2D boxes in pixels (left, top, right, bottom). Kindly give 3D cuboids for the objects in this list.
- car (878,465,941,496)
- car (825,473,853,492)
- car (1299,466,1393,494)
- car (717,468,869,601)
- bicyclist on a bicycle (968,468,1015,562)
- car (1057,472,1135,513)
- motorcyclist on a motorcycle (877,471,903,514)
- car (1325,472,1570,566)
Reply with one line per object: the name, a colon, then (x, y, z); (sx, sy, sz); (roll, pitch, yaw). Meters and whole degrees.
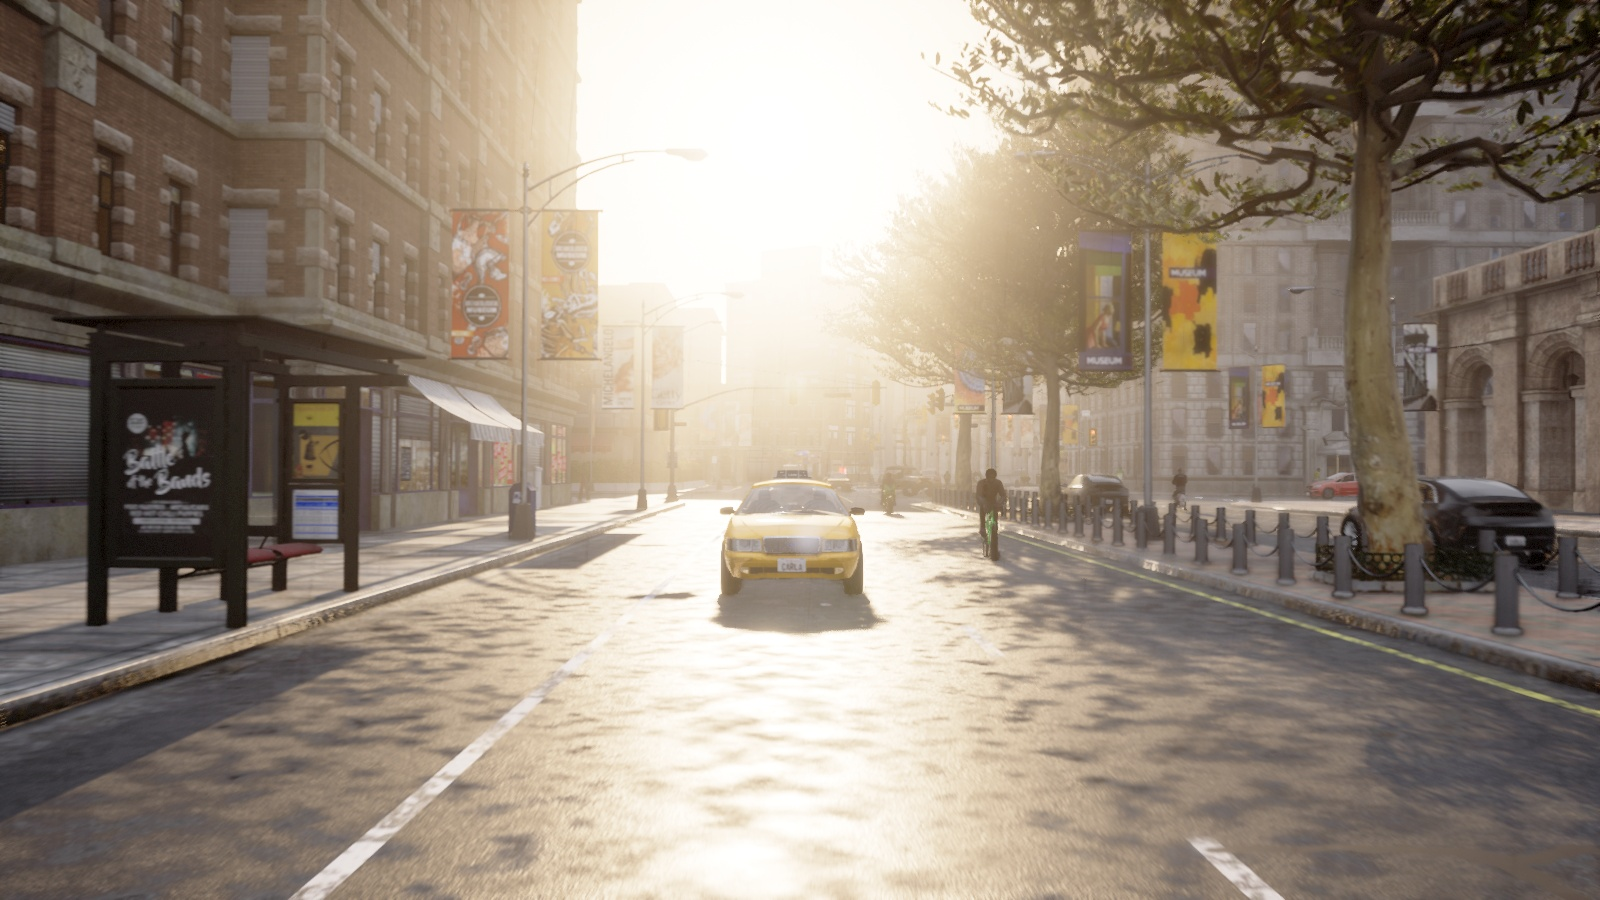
car: (6.875, 1.894, 78.842); (1.905, 1.878, 3.866); (0, -1, -34)
car: (2.997, 2.471, 97.471); (2.033, 1.411, 5.357); (0, -1, 0)
car: (32.456, 1.773, 74.695); (4.611, 1.667, 2.242); (0, -1, -1)
car: (-0.097, 1.047, 17.632); (1.801, 1.575, 5.366); (0, -1, 0)
bicyclist on a bicycle: (3.399, 1.127, 22.433); (0.582, 1.620, 1.656); (0, -1, 0)
car: (11.178, 1.569, 47.738); (1.837, 1.490, 4.892); (0, -1, 1)
motorcyclist on a motorcycle: (3.260, 1.545, 45.788); (0.797, 1.523, 2.044); (0, -1, 0)
car: (11.379, 1.149, 22.546); (1.837, 1.490, 4.892); (0, -1, 0)
